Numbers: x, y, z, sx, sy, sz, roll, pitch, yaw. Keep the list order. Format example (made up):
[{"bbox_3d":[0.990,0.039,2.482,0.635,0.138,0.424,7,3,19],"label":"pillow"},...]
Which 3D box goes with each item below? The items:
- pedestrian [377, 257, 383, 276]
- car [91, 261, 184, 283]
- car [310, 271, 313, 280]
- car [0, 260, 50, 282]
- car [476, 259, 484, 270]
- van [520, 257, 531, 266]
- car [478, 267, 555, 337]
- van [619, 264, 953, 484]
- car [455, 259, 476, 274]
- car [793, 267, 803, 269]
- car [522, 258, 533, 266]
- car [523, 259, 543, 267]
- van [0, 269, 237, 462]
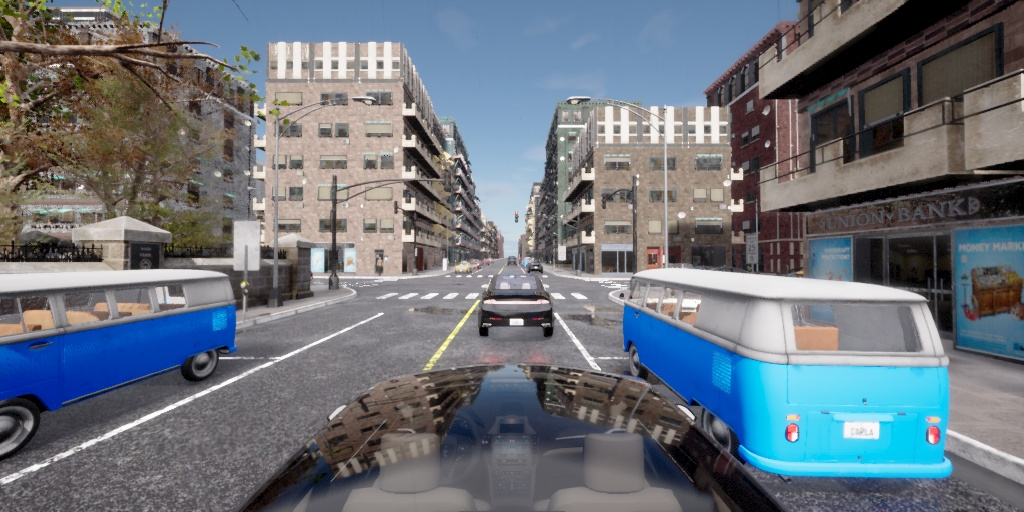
[{"bbox_3d":[-12.533,0.967,33.977,0.375,1.860,0.375,0,-1,1],"label":"pedestrian"},{"bbox_3d":[-26.409,1.119,25.403,4.674,1.442,1.812,0,-1,1],"label":"car"},{"bbox_3d":[-16.583,0.999,25.286,4.553,1.767,2.097,0,-1,1],"label":"car"},{"bbox_3d":[-36.507,1.044,25.532,4.892,1.490,1.837,0,-1,1],"label":"car"},{"bbox_3d":[-5.680,1.208,53.819,1.967,1.591,4.097,0,0,0],"label":"car"},{"bbox_3d":[2.703,1.112,59.459,1.690,1.789,3.998,0,0,0],"label":"van"},{"bbox_3d":[0.102,1.244,10.315,2.128,1.511,4.902,0,0,0],"label":"car"},{"bbox_3d":[2.659,1.092,4.585,1.690,1.789,3.998,0,0,0],"label":"van"},{"bbox_3d":[-5.681,1.289,42.363,1.751,1.417,4.829,0,0,0],"label":"car"},{"bbox_3d":[25.016,1.413,27.983,5.008,1.535,1.882,0,-1,1],"label":"car"},{"bbox_3d":[2.700,1.317,48.174,2.007,1.370,4.403,0,0,0],"label":"car"},{"bbox_3d":[2.699,1.330,42.532,1.948,1.339,4.313,0,0,0],"label":"car"},{"bbox_3d":[-5.655,1.092,4.589,1.690,1.789,3.998,0,0,0],"label":"van"}]
